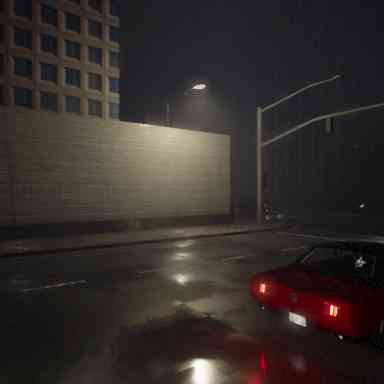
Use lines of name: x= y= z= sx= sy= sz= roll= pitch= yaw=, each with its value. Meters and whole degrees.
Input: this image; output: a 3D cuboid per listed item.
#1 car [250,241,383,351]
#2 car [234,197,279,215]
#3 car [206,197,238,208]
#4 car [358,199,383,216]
car: x=3.389 y=1.601 z=6.200 sx=4.718 sy=1.301 sz=1.895 roll=0 pitch=0 yaw=-35
car: x=6.800 y=1.407 z=34.659 sx=2.097 sy=1.767 sz=4.553 roll=0 pitch=0 yaw=-35
car: x=4.442 y=1.546 z=50.382 sx=2.128 sy=1.511 sz=4.902 roll=0 pitch=0 yaw=-36
car: x=18.716 y=1.401 z=32.296 sx=4.553 sy=1.767 sz=2.097 roll=0 pitch=-1 yaw=34
